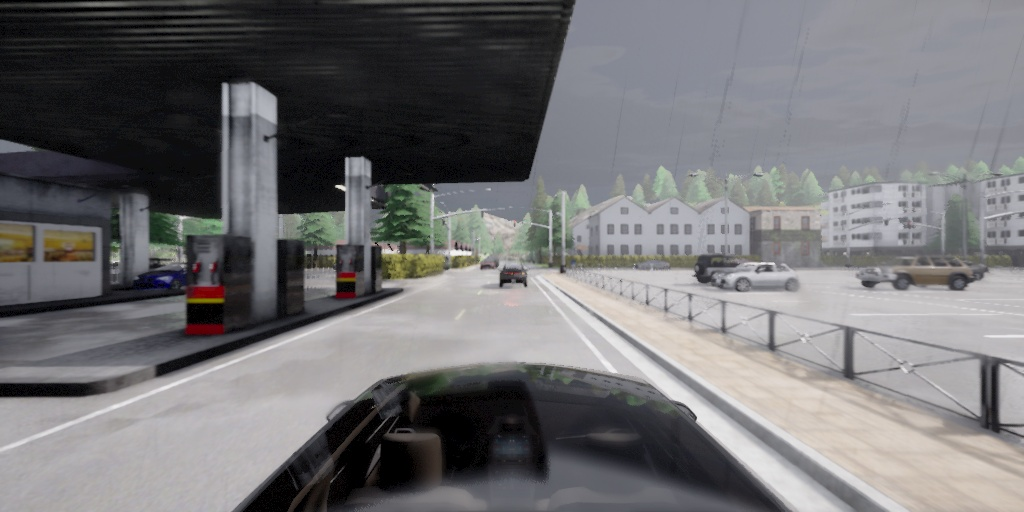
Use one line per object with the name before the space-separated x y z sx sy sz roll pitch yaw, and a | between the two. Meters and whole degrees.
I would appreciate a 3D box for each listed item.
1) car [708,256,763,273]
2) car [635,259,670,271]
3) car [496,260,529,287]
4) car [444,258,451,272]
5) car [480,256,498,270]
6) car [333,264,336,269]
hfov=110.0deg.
car | 27.884 1.028 44.847 5.008 1.535 1.882 0 0 0
car | 17.420 1.114 44.811 4.181 1.385 1.994 0 0 0
car | 0.093 1.250 24.298 1.837 1.490 4.892 0 0 0
car | -9.929 0.963 44.719 4.553 1.767 2.097 3 0 0
car | -3.509 1.090 52.577 2.097 1.767 4.553 0 0 0
car | -19.935 1.129 44.682 4.181 1.385 1.994 1 0 0
